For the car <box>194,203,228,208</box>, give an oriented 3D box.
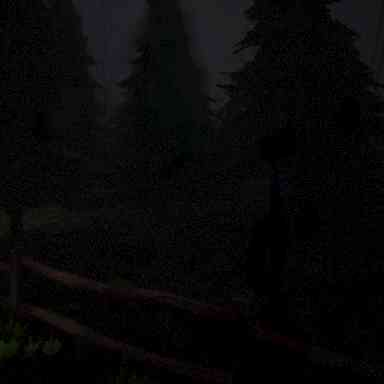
[{"bbox_3d":[2.066,1.591,38.141,4.181,1.385,1.994,0,0,-10],"label":"car"}]
